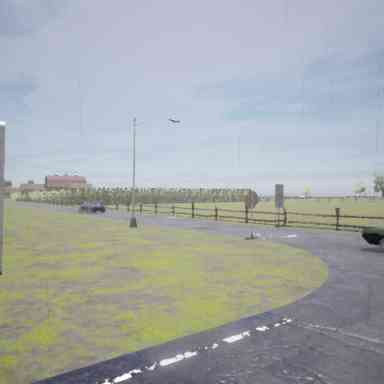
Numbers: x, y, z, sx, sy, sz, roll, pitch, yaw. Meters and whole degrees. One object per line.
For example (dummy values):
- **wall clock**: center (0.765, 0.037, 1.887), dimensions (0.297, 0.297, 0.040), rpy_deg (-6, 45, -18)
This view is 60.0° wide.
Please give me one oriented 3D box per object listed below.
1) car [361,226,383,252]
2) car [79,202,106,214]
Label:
- **car**: center (8.654, 1.622, 11.512), dimensions (1.895, 1.301, 4.718), rpy_deg (1, -1, -36)
- **car**: center (-11.986, 1.911, 40.023), dimensions (1.895, 1.301, 4.718), rpy_deg (1, -1, -36)
